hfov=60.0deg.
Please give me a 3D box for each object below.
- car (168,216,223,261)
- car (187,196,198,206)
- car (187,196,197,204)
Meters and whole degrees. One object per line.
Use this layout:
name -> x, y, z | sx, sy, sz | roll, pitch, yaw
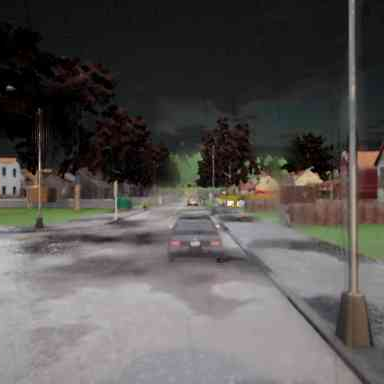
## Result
car -> 0.101, 1.613, 12.475 | 2.033, 1.411, 5.357 | 0, 0, 0
car -> 0.101, 1.921, 61.672 | 1.895, 1.301, 4.718 | 0, 0, 0
car -> 0.002, 1.727, 71.650 | 2.097, 1.767, 4.553 | 0, 0, 0
